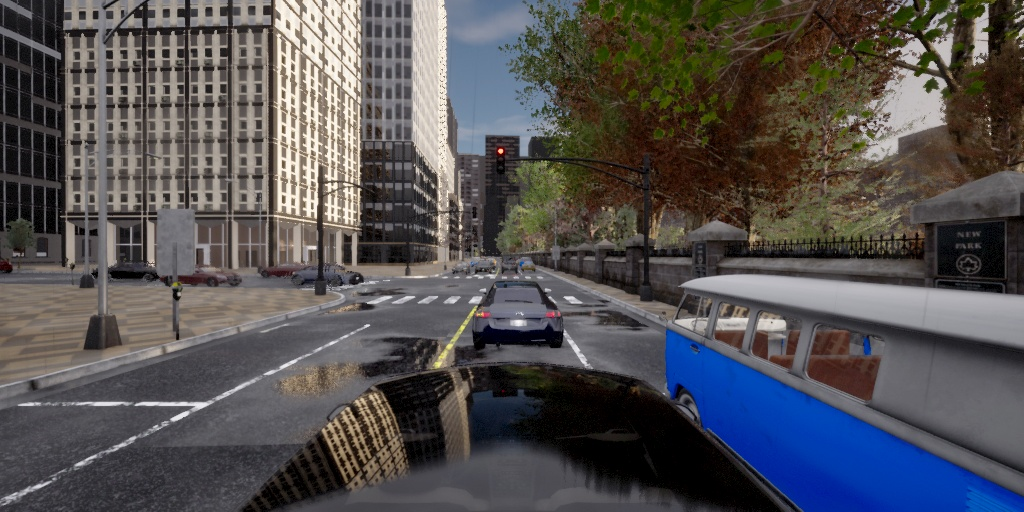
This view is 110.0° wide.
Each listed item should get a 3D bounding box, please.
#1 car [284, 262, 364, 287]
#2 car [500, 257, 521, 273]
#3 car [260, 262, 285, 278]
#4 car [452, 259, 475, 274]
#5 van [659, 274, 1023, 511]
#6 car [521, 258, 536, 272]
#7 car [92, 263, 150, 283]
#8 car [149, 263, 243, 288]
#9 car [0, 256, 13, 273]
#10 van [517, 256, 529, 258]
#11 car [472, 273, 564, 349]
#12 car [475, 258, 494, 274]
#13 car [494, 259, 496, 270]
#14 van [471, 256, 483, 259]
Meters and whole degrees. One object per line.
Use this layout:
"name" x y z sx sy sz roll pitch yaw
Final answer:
"car" -11.647 1.199 22.765 4.181 1.385 1.994 1 0 9
"car" -0.327 1.227 43.762 2.128 1.511 4.902 0 0 -1
"car" -18.095 1.127 29.080 4.207 1.307 1.802 0 0 4
"car" -5.645 1.288 40.287 2.007 1.370 4.403 0 0 -1
"van" 2.568 1.091 2.622 1.690 1.789 3.998 0 0 0
"car" 2.114 1.260 46.341 1.751 1.417 4.829 0 0 -1
"car" -24.767 1.086 23.925 4.718 1.301 1.895 1 0 4
"car" -18.158 1.149 20.967 4.207 1.307 1.802 0 0 4
"car" -45.545 0.676 30.500 4.097 1.591 1.967 0 0 1
"van" 1.990 1.071 51.714 1.690 1.789 3.998 0 0 -1
"car" 0.098 1.313 9.202 1.994 1.385 4.181 0 0 -1
"car" -3.230 1.242 40.862 1.837 1.490 4.892 0 0 -3
"car" -3.417 1.295 50.841 1.994 1.385 4.181 0 0 -2
"van" -6.332 1.063 62.462 1.690 1.789 3.998 0 0 -2
